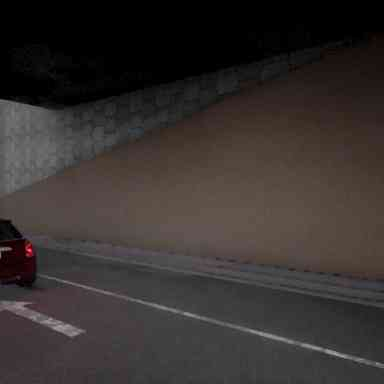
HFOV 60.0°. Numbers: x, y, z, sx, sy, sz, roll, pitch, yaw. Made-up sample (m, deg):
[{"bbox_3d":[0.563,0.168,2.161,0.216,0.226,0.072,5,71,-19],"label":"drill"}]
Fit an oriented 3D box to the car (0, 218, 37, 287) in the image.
[{"bbox_3d":[-5.836,1.353,8.154,4.553,1.767,2.097,0,0,36],"label":"car"}]
